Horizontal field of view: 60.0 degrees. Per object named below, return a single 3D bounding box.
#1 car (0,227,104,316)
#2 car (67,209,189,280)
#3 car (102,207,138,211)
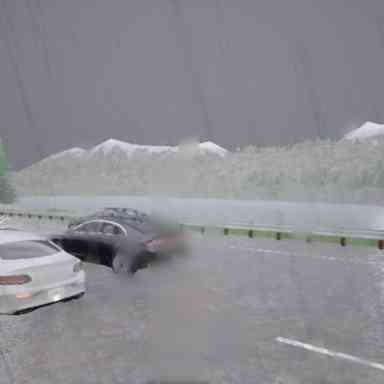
[{"bbox_3d":[-4.141,1.505,6.907,4.674,1.442,1.812,0,0,36],"label":"car"},{"bbox_3d":[-2.388,1.469,9.961,4.902,1.511,2.128,0,0,36],"label":"car"},{"bbox_3d":[-3.739,1.458,15.244,4.902,1.511,2.128,0,0,36],"label":"car"}]
